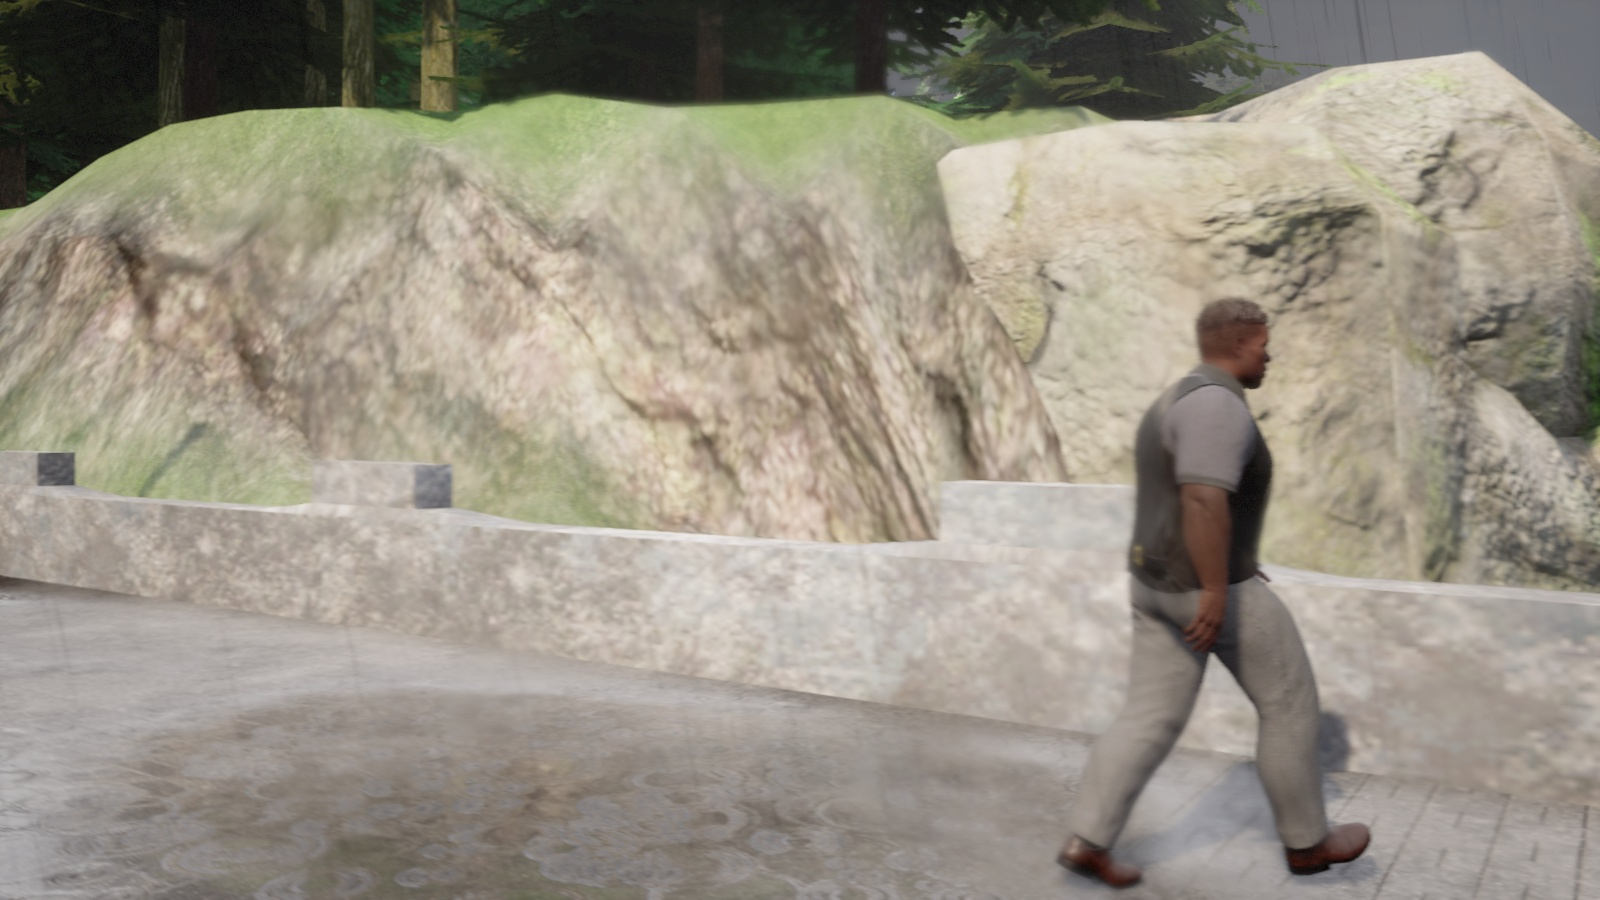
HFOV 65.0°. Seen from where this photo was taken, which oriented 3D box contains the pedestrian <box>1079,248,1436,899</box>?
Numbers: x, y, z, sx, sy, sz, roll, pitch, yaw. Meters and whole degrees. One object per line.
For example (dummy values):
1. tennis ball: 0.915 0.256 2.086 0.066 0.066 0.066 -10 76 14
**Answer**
1. pedestrian: 1.347 0.377 3.791 0.849 1.883 0.563 -1 1 -5
